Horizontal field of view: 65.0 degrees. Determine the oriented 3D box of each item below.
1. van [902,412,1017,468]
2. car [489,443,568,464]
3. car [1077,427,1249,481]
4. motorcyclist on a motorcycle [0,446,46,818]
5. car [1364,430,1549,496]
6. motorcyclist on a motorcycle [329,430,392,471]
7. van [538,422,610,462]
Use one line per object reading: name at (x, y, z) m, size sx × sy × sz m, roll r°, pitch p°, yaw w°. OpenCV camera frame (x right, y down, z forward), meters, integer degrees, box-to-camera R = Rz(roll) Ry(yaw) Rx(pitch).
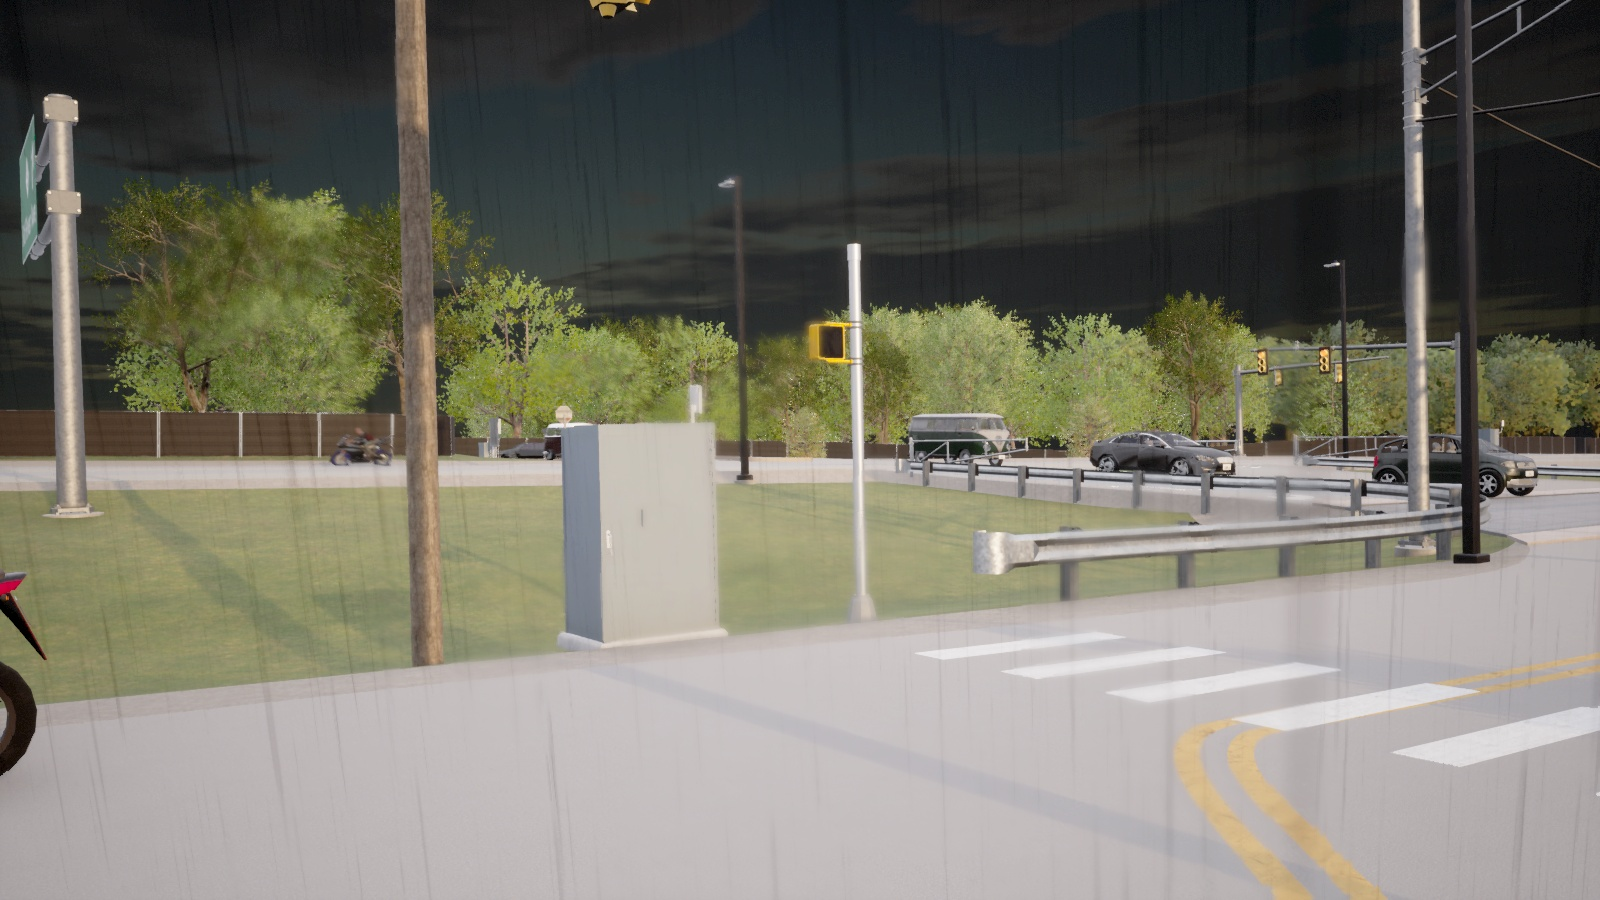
van at (5.908, -0.399, 46.992) m, size 1.775 × 1.987 × 4.442 m, roll 0°, pitch 1°, yaw -34°
car at (-20.079, 0.221, 92.904) m, size 5.357 × 1.411 × 2.033 m, roll -1°, pitch 1°, yaw -32°
car at (11.236, 0.083, 39.196) m, size 2.128 × 1.511 × 4.902 m, roll 0°, pitch 2°, yaw -34°
motorcyclist on a motorcycle at (-4.218, 0.750, 4.986) m, size 2.044 × 1.523 × 0.797 m, roll 0°, pitch 0°, yaw -35°
car at (16.437, 0.310, 31.578) m, size 1.789 × 1.549 × 3.705 m, roll -1°, pitch 0°, yaw -34°
motorcyclist on a motorcycle at (-16.928, 0.011, 48.377) m, size 2.191 × 1.530 × 0.866 m, roll 0°, pitch 0°, yaw -25°
van at (-12.082, -0.392, 67.039) m, size 2.069 × 2.038 × 4.480 m, roll -1°, pitch 0°, yaw -35°
